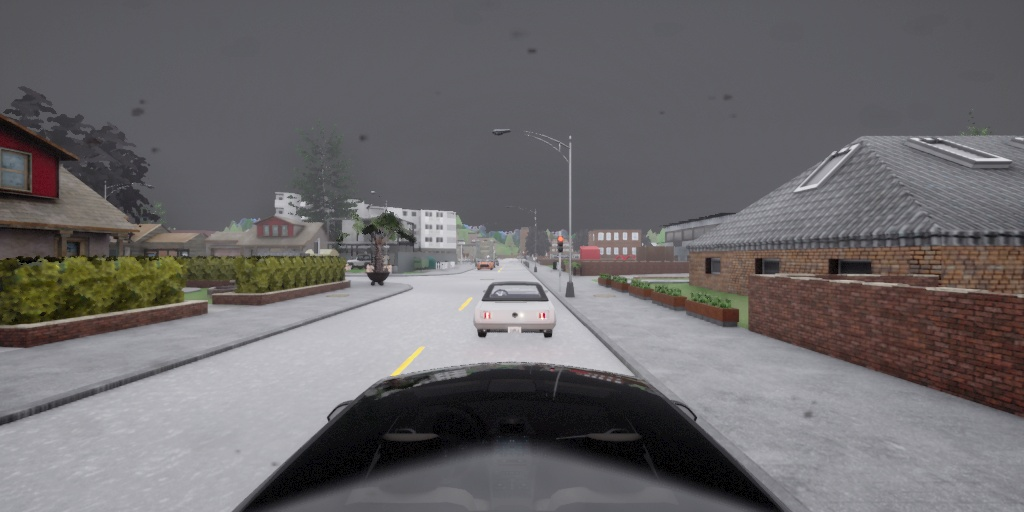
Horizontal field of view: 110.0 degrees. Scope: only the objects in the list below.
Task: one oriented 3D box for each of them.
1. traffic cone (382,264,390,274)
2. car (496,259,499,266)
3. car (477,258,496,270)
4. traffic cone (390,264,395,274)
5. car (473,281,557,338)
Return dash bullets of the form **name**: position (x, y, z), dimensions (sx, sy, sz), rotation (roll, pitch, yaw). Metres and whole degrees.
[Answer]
- **traffic cone**: position (-15.521, 1.575, 44.134), dimensions (0.344, 0.586, 0.344), rotation (0, 0, 0)
- **car**: position (-3.748, 1.275, 61.671), dimensions (1.837, 1.490, 4.892), rotation (0, 0, 1)
- **car**: position (-3.820, 1.119, 52.290), dimensions (2.097, 1.767, 4.553), rotation (0, 0, 0)
- **traffic cone**: position (-15.157, 1.572, 44.702), dimensions (0.344, 0.586, 0.344), rotation (0, 0, 0)
- **car**: position (0.097, 1.354, 10.183), dimensions (1.895, 1.301, 4.718), rotation (0, 0, 1)
